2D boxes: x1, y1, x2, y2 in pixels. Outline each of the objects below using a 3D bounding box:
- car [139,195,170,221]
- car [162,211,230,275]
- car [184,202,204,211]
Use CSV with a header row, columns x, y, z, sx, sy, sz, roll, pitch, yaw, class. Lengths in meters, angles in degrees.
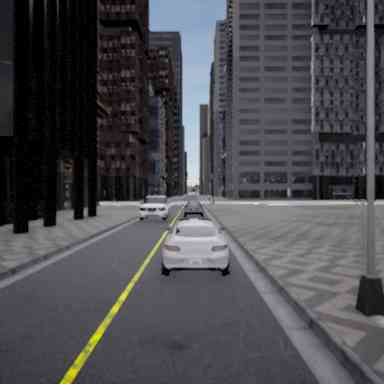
x,y,z,sx,sy,sz,roll,pitch,yaw,class
-3.044,1.299,27.944,2.150,2.045,5.566,0,0,0,car
0.106,1.555,10.470,1.812,1.442,4.674,0,0,0,car
0.161,1.639,32.244,2.033,1.411,5.357,0,0,0,car
